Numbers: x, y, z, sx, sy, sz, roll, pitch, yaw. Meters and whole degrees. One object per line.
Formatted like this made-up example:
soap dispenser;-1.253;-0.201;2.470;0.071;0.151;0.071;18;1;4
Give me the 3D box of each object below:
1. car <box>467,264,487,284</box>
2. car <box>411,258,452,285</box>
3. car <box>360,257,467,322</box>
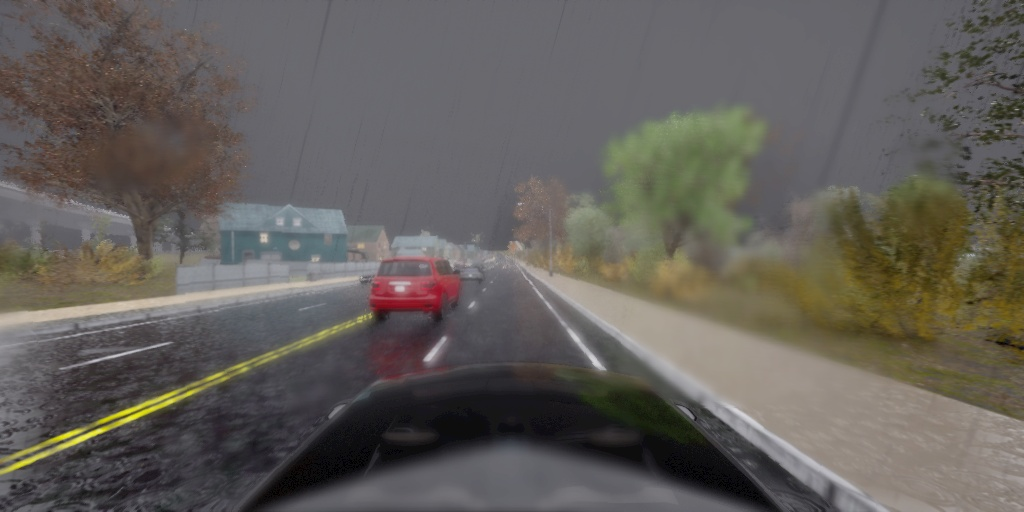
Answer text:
car;-3.148;1.578;29.824;1.994;1.385;4.181;0;-1;0
car;-6.592;1.239;30.099;2.150;2.045;5.566;0;-1;0
car;-3.150;1.078;12.898;2.150;2.045;5.566;0;-1;0
